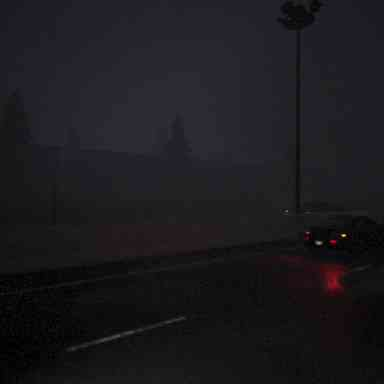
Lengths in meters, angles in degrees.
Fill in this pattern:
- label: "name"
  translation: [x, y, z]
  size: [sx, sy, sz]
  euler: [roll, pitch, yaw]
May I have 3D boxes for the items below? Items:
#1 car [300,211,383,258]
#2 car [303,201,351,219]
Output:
- label: "car"
  translation: [6.274, 1.605, 13.066]
  size: [4.674, 1.442, 1.812]
  euler: [0, 0, -38]
- label: "car"
  translation: [12.922, 1.673, 31.714]
  size: [4.902, 1.511, 2.128]
  euler: [0, 0, -38]
